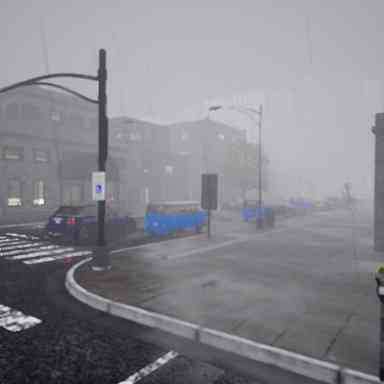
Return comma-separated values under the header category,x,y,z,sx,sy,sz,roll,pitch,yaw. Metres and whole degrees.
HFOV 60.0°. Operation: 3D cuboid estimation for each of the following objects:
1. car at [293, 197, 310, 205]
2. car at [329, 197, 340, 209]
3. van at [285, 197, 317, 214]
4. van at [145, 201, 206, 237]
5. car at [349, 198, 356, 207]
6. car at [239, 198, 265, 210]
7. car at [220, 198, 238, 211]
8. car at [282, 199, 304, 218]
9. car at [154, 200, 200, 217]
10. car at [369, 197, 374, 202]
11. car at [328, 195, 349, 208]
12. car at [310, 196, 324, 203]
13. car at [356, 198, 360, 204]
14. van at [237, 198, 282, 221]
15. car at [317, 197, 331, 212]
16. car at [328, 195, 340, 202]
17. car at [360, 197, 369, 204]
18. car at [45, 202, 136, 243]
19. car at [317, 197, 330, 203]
category,x,y,z,sx,sy,sz,roll,pitch,yaw
car,20.995,1.673,63.618,1.887,1.381,4.507,0,0,35
car,18.299,1.711,45.234,1.947,1.339,4.313,0,0,35
van,11.943,1.450,36.205,1.690,1.788,3.998,0,0,35
van,-0.773,1.387,18.145,1.690,1.788,3.998,0,0,35
car,24.660,1.499,54.265,2.192,1.841,5.009,0,0,35
car,8.279,1.595,45.560,1.887,1.381,4.507,0,0,35
car,5.101,1.473,41.045,1.967,1.590,4.097,0,0,35
car,8.762,1.637,31.689,1.887,1.381,4.507,0,0,35
car,-1.356,1.524,31.875,1.752,1.417,4.829,0,0,35
car,43.732,1.883,81.353,1.947,1.339,4.313,0,0,35
car,21.480,1.479,49.750,2.192,1.841,5.009,0,0,35
car,27.255,1.697,72.509,1.752,1.417,4.829,0,0,35
car,27.935,1.731,58.918,1.752,1.417,4.829,0,0,35
van,5.585,1.417,27.175,1.690,1.788,3.998,0,0,35
car,15.219,1.653,40.859,1.752,1.417,4.829,0,0,35
car,36.890,1.681,86.192,1.967,1.590,4.097,0,0,35
car,34.194,1.793,67.809,1.887,1.381,4.507,0,0,35
car,-4.872,1.366,16.714,2.097,1.767,4.553,1,0,32
car,30.531,1.761,77.163,1.947,1.339,4.313,0,0,35
